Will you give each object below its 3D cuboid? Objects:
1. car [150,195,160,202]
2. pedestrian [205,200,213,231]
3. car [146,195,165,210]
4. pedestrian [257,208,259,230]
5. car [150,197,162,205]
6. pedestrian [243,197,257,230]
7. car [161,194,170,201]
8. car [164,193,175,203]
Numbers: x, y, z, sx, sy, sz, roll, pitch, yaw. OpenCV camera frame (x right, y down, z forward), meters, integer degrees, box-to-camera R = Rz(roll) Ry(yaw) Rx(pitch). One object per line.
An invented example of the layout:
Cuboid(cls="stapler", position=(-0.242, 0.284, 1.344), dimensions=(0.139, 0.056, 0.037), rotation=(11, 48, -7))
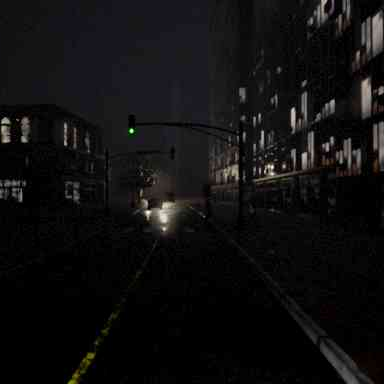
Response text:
Cuboid(cls="car", position=(-8.107, 1.422, 72.690), dimensions=(1.837, 1.490, 4.892), rotation=(0, 0, -8))
Cuboid(cls="pedestrian", position=(0.959, 1.287, 19.106), dimensions=(0.375, 1.860, 0.375), rotation=(1, -1, -2))
Cuboid(cls="car", position=(-4.630, 1.449, 41.603), dimensions=(1.882, 1.535, 5.008), rotation=(0, 0, -5))
Cuboid(cls="pedestrian", position=(3.473, 1.136, 18.596), dimensions=(0.375, 1.860, 0.375), rotation=(1, -1, -2))
Cuboid(cls="car", position=(-6.172, 1.558, 57.246), dimensions=(1.895, 1.301, 4.718), rotation=(0, 0, -6))
Cuboid(cls="pedestrian", position=(3.147, 1.137, 17.962), dimensions=(0.375, 1.860, 0.375), rotation=(1, -1, -2))
Cuboid(cls="car", position=(-6.365, 1.295, 79.426), dimensions=(1.812, 1.442, 4.674), rotation=(0, 0, -10))
Cuboid(cls="car", position=(-4.824, 1.172, 69.158), dimensions=(2.150, 2.045, 5.566), rotation=(0, 0, -8))
